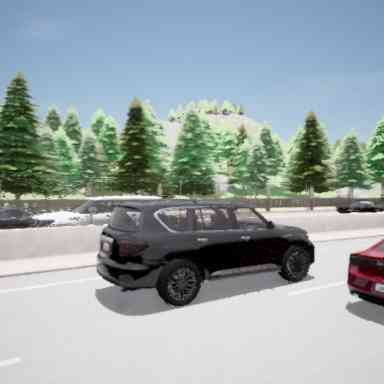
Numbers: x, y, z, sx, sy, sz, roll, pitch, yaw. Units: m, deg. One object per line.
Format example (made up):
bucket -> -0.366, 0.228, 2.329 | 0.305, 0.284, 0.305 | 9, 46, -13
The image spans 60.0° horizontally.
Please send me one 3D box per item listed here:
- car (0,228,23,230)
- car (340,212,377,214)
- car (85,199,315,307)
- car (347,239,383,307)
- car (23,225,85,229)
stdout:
car -> -8.702, 1.419, 14.775 | 4.892, 1.490, 1.837 | 0, 0, -34
car -> 16.281, 1.625, 32.277 | 4.718, 1.301, 1.895 | 0, 0, -26
car -> 0.548, 1.205, 8.128 | 5.566, 2.045, 2.150 | 0, 0, -32
car -> 5.376, 1.492, 6.904 | 5.008, 1.535, 1.882 | 0, 0, -31
car -> -3.735, 1.167, 13.915 | 5.566, 2.045, 2.150 | 0, 0, -32
